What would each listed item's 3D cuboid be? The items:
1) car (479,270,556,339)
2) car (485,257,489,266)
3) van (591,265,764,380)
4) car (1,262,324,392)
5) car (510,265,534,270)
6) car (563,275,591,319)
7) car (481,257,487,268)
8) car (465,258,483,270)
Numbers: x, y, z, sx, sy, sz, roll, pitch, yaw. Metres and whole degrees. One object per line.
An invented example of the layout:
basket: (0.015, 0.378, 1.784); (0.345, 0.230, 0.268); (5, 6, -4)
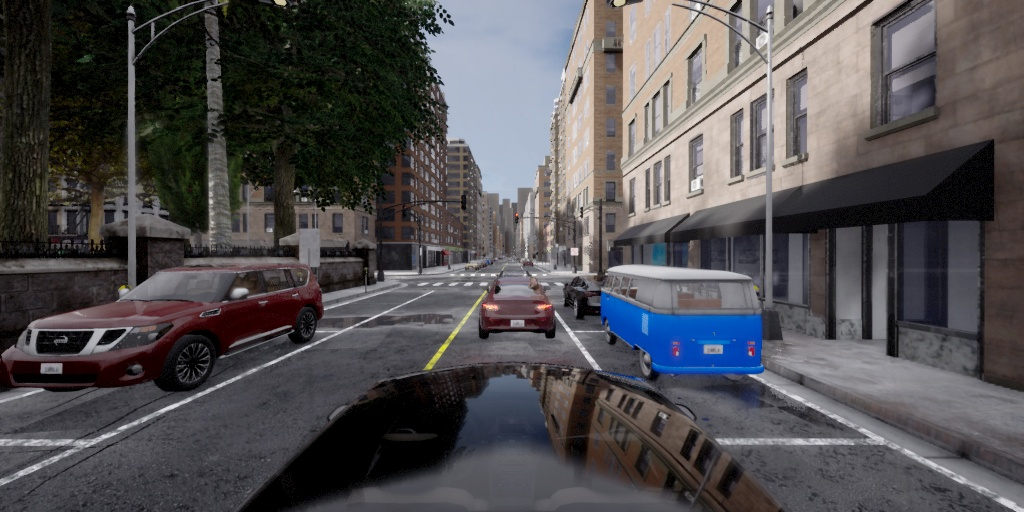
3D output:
car: (0.124, 1.274, 9.985); (1.812, 1.442, 4.674); (0, 0, 0)
car: (-5.533, 1.266, 61.513); (1.888, 1.381, 4.507); (0, 0, 0)
van: (2.868, 1.090, 6.944); (1.690, 1.789, 3.998); (0, 0, 0)
car: (-5.657, 1.064, 6.923); (2.192, 1.841, 5.009); (0, 0, 0)
car: (0.114, 1.345, 18.807); (1.895, 1.301, 4.718); (0, 0, -1)
car: (2.881, 1.313, 12.604); (1.948, 1.339, 4.313); (0, 0, 0)
car: (-5.545, 1.272, 56.062); (2.007, 1.370, 4.403); (0, 0, 0)
car: (-5.558, 1.249, 50.442); (1.751, 1.417, 4.829); (0, 0, 0)
